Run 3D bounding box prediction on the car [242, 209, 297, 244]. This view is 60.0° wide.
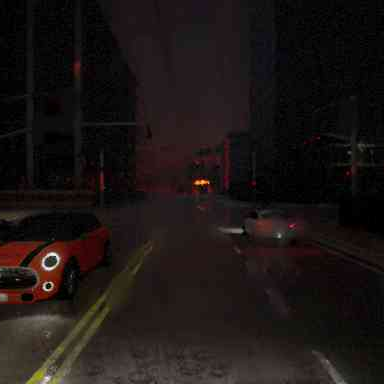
[{"bbox_3d":[3.524,1.513,15.546,1.812,1.442,4.674,0,0,1],"label":"car"}]

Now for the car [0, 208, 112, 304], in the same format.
[{"bbox_3d":[-3.524,1.344,8.362,2.097,1.767,4.553,0,0,0],"label":"car"}]
